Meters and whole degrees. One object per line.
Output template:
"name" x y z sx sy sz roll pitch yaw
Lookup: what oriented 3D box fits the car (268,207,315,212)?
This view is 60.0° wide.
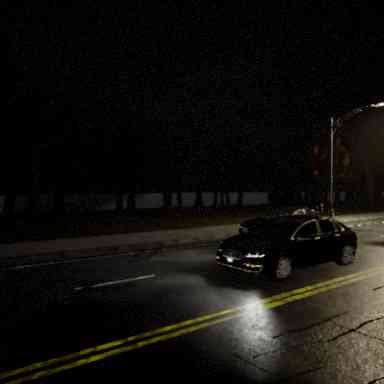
"car" 4.195 1.422 14.602 4.902 1.511 2.128 0 0 -35

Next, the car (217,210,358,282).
"car" 2.932 1.459 9.737 4.892 1.490 1.837 0 0 -35
